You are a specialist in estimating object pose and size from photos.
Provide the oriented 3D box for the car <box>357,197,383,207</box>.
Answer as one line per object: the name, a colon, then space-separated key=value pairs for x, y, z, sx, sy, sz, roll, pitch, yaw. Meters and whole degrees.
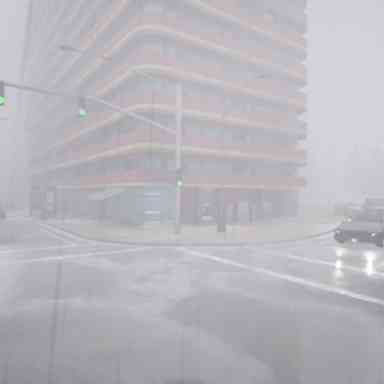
car: x=13.823 y=1.417 z=24.609 sx=2.150 sy=2.045 sz=5.566 roll=0 pitch=0 yaw=23

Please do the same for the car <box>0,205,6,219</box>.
car: x=-17.756 y=1.613 z=29.469 sx=1.994 sy=1.385 sz=4.181 roll=1 pitch=0 yaw=-35

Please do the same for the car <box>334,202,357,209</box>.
car: x=16.396 y=1.747 z=34.565 sx=1.882 sy=1.535 sz=5.008 roll=0 pitch=0 yaw=5

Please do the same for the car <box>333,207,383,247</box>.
car: x=8.488 y=1.655 z=15.925 sx=2.033 sy=1.411 sz=5.357 roll=0 pitch=0 yaw=40
